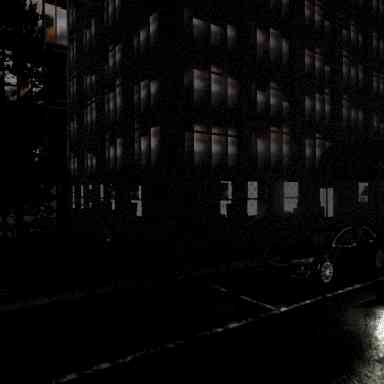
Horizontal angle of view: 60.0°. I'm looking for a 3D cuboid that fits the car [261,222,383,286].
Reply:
[{"bbox_3d":[3.807,1.549,9.308,4.403,1.369,2.008,0,-1,-36],"label":"car"}]
